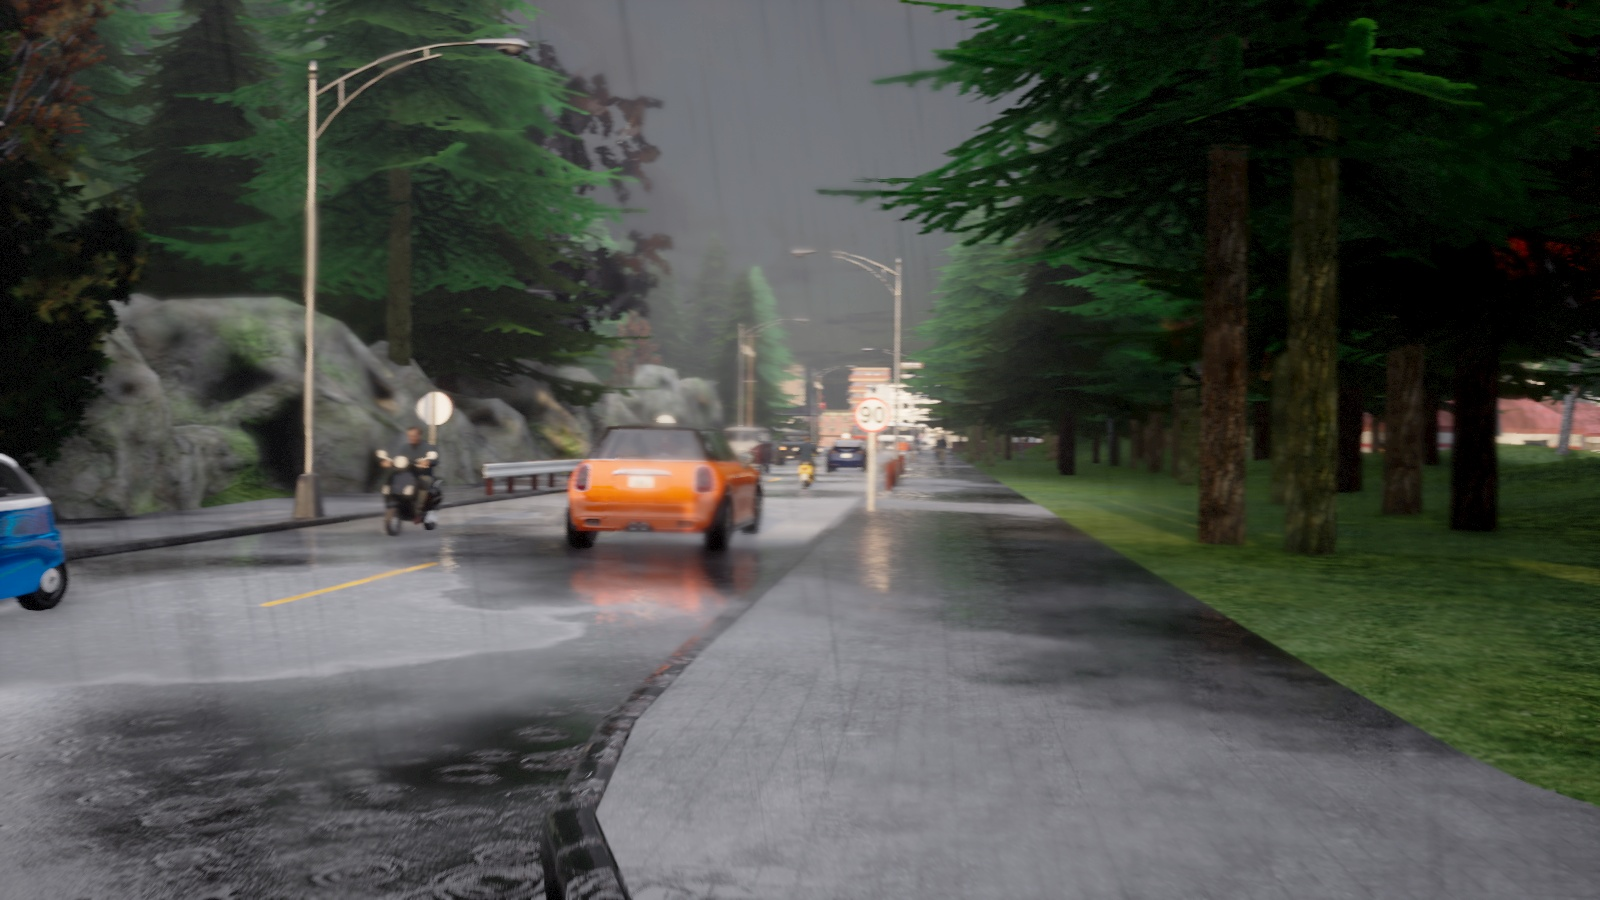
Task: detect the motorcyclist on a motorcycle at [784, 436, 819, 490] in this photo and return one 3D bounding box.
[{"bbox_3d":[0.061,0.367,37.884,0.866,1.590,1.817,0,0,5],"label":"motorcyclist on a motorcycle"}]

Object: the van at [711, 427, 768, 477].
[{"bbox_3d":[-2.505,0.047,52.988,1.775,1.987,4.442,0,1,6],"label":"van"}]

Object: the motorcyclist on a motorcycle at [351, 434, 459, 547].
[{"bbox_3d":[-5.801,0.560,18.568,0.866,1.590,1.817,0,0,5],"label":"motorcyclist on a motorcycle"}]

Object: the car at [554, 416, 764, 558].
[{"bbox_3d":[-1.839,0.449,18.025,2.097,1.767,4.553,0,0,6],"label":"car"}]

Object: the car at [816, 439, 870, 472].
[{"bbox_3d":[2.035,0.232,58.212,2.163,1.488,4.792,0,0,6],"label":"car"}]

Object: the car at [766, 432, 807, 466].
[{"bbox_3d":[-0.722,-0.064,70.872,1.905,1.878,3.866,0,0,6],"label":"car"}]

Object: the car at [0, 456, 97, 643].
[{"bbox_3d":[-6.667,0.743,9.377,1.481,1.376,2.207,0,0,5],"label":"car"}]

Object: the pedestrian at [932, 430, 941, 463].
[{"bbox_3d":[7.846,-0.206,72.271,0.402,1.842,0.726,0,1,16],"label":"pedestrian"}]
